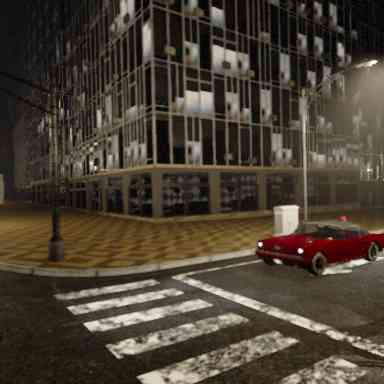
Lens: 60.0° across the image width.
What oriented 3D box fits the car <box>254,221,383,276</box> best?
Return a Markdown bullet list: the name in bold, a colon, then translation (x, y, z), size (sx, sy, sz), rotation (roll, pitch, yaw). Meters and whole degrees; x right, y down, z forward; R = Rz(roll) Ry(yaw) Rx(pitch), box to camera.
- **car**: translation (4.234, 1.640, 10.694), size (4.718, 1.301, 1.895), rotation (-1, 0, -35)
